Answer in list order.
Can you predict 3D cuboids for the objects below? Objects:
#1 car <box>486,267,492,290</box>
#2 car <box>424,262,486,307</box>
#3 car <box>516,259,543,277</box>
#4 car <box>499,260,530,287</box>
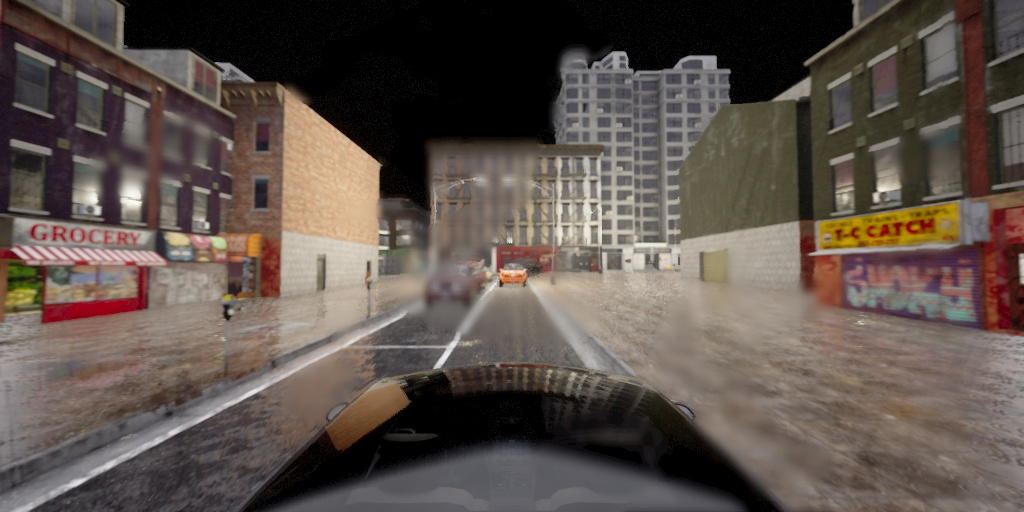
[{"bbox_3d":[-2.631,1.292,22.153,2.192,1.841,5.009,0,0,0],"label":"car"},{"bbox_3d":[-2.632,1.229,16.622,2.192,1.841,5.009,0,0,0],"label":"car"},{"bbox_3d":[1.666,1.366,41.511,2.150,2.045,5.566,-2,0,26],"label":"car"},{"bbox_3d":[0.097,1.396,27.986,2.097,1.767,4.553,0,-1,0],"label":"car"}]
